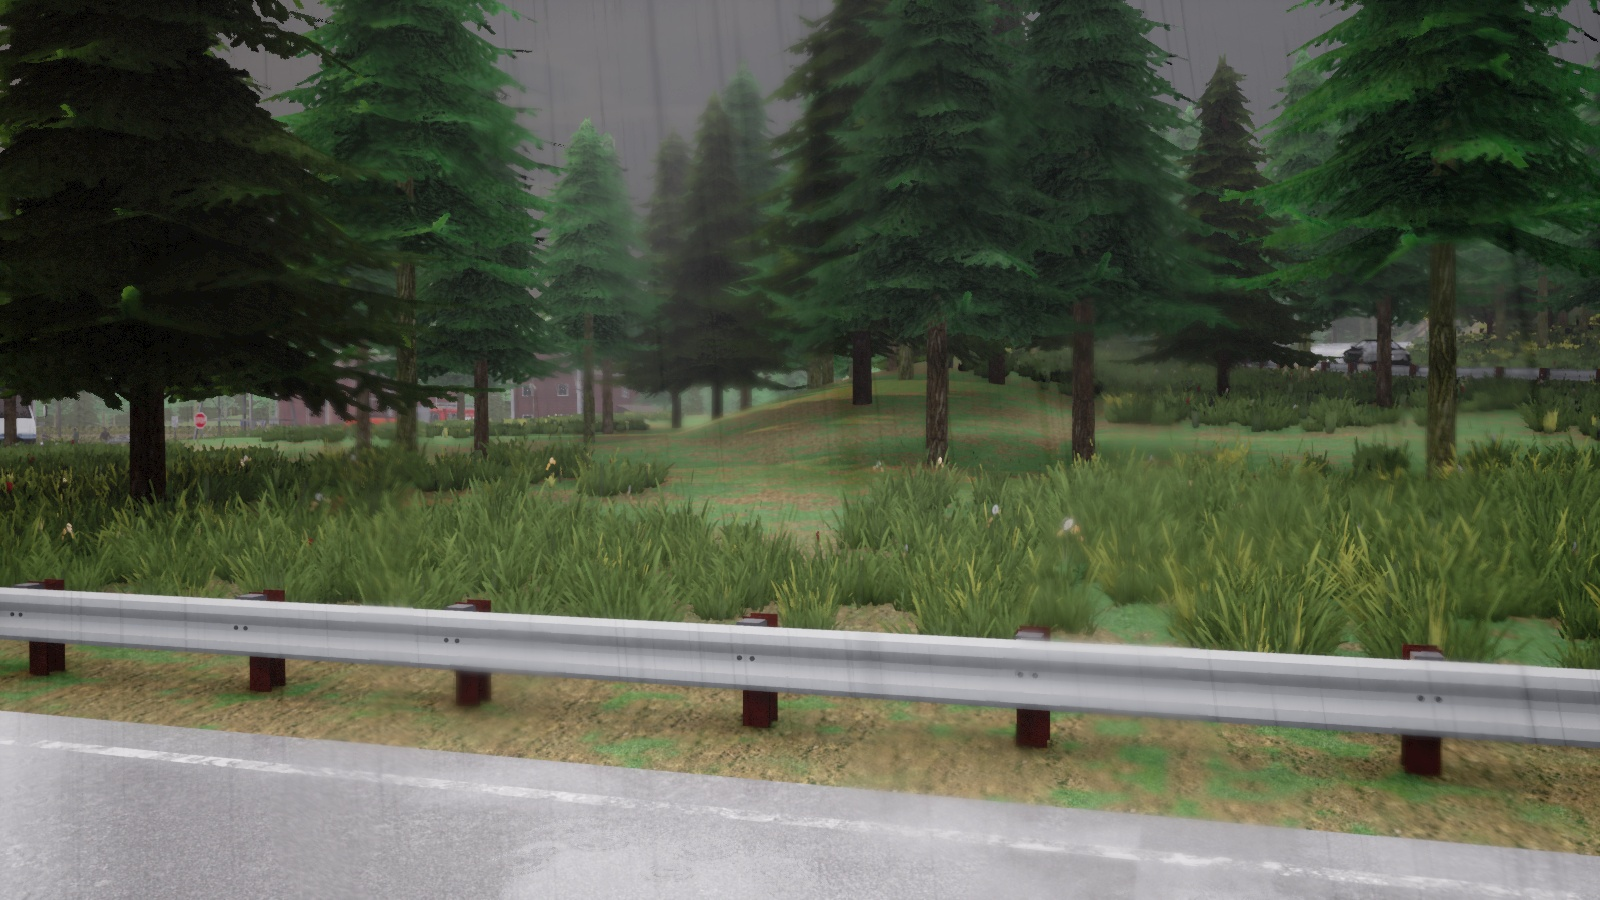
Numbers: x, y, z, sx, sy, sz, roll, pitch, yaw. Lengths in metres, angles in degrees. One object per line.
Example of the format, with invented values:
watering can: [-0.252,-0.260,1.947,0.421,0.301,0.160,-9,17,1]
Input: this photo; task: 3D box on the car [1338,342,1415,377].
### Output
car: [25.365,-4.028,55.401,1.994,1.385,4.181,0,6,9]

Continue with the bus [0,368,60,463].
bus: [-38.288,-1.546,54.879,3.944,4.253,10.273,1,1,17]
